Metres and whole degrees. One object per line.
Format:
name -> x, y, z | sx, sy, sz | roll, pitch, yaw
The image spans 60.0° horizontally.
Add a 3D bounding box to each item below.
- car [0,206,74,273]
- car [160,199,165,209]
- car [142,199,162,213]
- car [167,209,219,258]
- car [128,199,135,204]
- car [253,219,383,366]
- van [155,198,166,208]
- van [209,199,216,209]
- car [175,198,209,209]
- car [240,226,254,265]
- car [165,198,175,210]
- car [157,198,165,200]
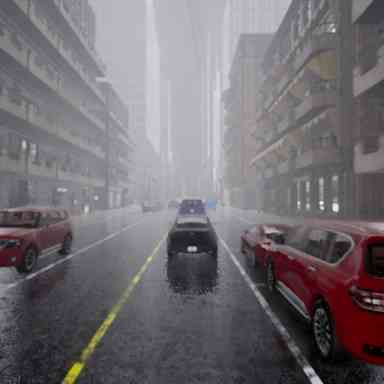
car -> -5.668, 1.443, 11.359 | 2.192, 1.841, 5.009 | 1, -1, 0
car -> -5.624, 2.133, 50.136 | 1.802, 1.307, 4.206 | 1, -1, 0
car -> -5.626, 2.041, 44.596 | 2.008, 1.369, 4.403 | 1, -1, 0
car -> 0.026, 1.658, 13.513 | 1.837, 1.490, 4.892 | 0, 0, 0
car -> -16.459, 2.416, 83.866 | 4.097, 1.590, 1.967 | 0, -2, 0
car -> 2.711, 1.382, 5.868 | 2.192, 1.841, 5.009 | 1, -1, 0
van -> -5.785, 2.013, 61.219 | 1.690, 1.788, 3.998 | 1, -1, 0
van -> 2.727, 1.892, 50.188 | 1.690, 1.788, 3.998 | 1, -1, 0
car -> 0.024, 1.529, 27.581 | 2.150, 2.045, 5.566 | 0, 0, 0
car -> 2.708, 1.710, 11.405 | 1.802, 1.307, 4.206 | 1, -1, 0
car -> -3.055, 2.106, 54.716 | 1.837, 1.490, 4.892 | 0, -1, 0
car -> -5.622, 2.177, 55.675 | 1.947, 1.339, 4.313 | 1, -1, 0
